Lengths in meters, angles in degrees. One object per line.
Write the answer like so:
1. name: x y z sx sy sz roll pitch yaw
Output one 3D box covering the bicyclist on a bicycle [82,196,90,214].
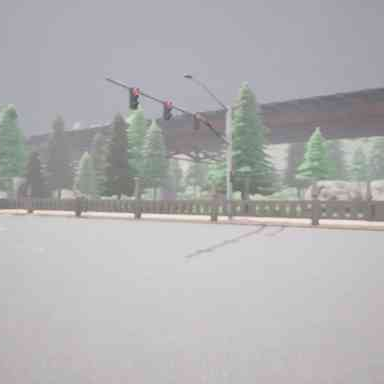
1. bicyclist on a bicycle: -9.717 1.188 30.047 0.582 1.620 1.656 0 1 29
